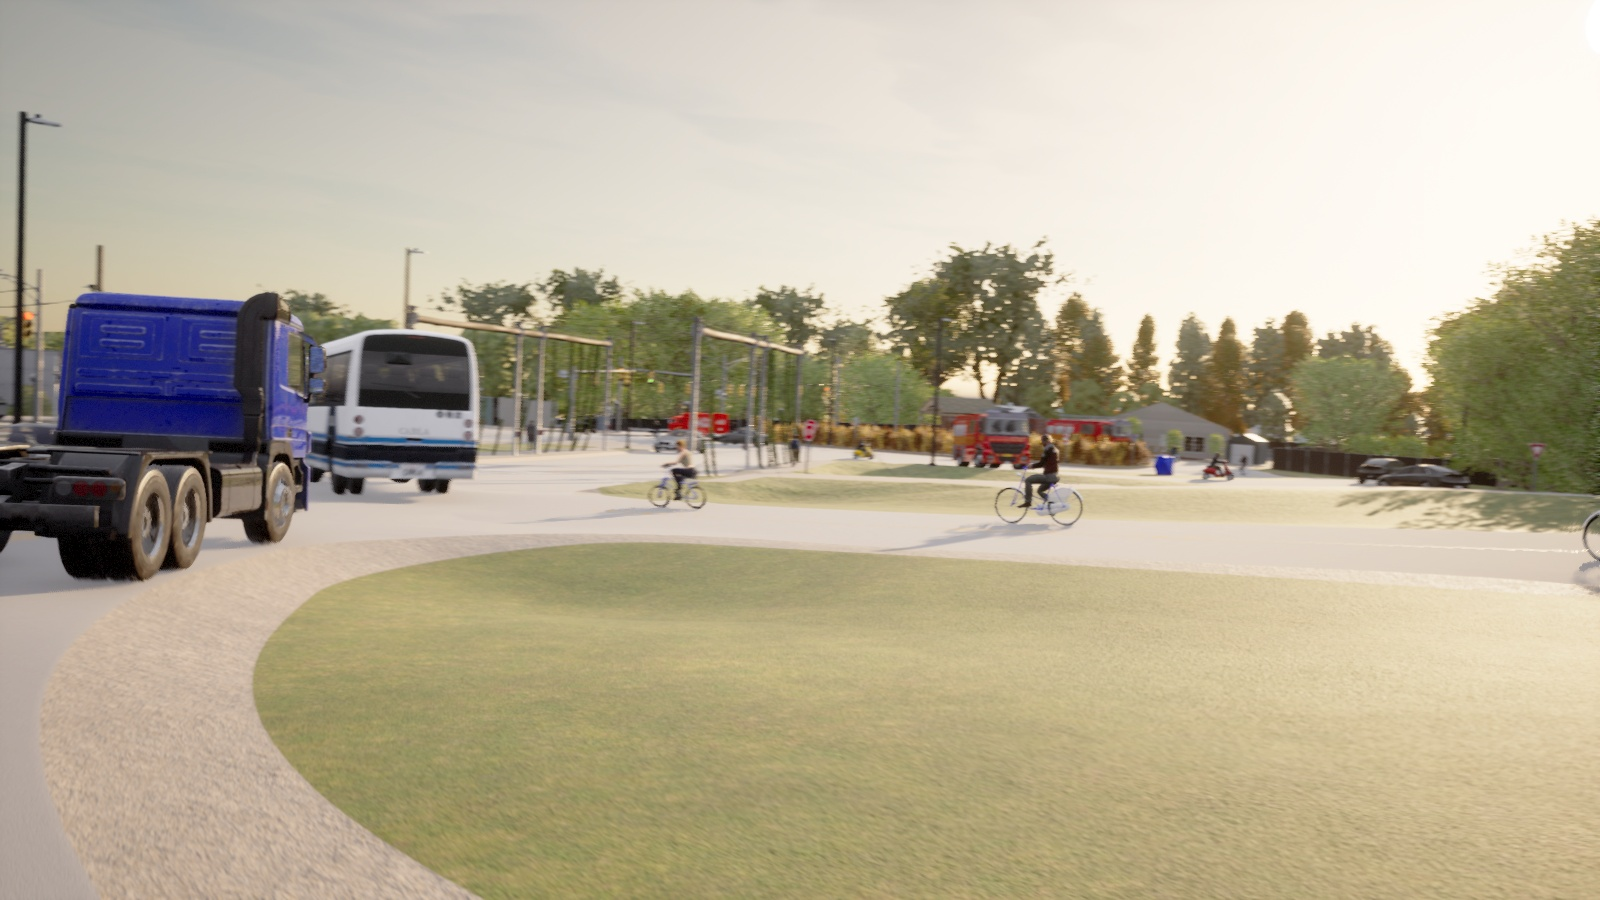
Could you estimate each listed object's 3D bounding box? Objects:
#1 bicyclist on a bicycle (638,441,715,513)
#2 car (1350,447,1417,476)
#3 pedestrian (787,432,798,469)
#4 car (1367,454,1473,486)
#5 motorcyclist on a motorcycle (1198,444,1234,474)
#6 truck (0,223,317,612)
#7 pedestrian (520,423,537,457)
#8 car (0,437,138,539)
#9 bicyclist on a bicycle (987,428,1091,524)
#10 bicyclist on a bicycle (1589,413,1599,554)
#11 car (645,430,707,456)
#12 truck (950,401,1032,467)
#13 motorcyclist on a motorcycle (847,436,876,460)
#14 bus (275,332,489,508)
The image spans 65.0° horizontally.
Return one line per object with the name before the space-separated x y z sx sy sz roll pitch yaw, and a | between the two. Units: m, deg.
bicyclist on a bicycle | -2.861 0.609 29.047 1.509 1.612 0.866 0 2 23
car | 33.597 0.640 72.241 1.837 1.490 4.892 3 3 45
pedestrian | -0.407 0.000 67.953 0.423 1.949 0.788 2 3 9
car | 29.811 0.934 60.547 1.837 1.490 4.892 1 0 -13
motorcyclist on a motorcycle | 23.298 0.506 70.355 1.817 1.590 0.866 1 1 16
truck | -8.255 -0.306 15.052 2.891 3.462 7.936 2 0 -9
pedestrian | -16.138 -0.611 74.607 0.659 1.952 0.873 2 3 8
car | -12.773 0.564 20.755 1.845 1.501 3.633 2 0 -3
bicyclist on a bicycle | 4.615 0.488 24.287 1.843 1.776 0.659 0 1 35
bicyclist on a bicycle | 10.945 0.399 15.617 1.843 1.776 0.659 -2 0 35
car | -8.574 -0.503 87.254 2.242 1.667 4.611 3 2 23
truck | 11.801 -0.961 78.566 2.891 3.827 8.468 1 0 -7
motorcyclist on a motorcycle | 4.293 -0.154 87.726 1.817 1.590 0.866 1 3 34
bus | -12.248 -0.801 35.895 3.944 4.253 10.273 1 1 -29
